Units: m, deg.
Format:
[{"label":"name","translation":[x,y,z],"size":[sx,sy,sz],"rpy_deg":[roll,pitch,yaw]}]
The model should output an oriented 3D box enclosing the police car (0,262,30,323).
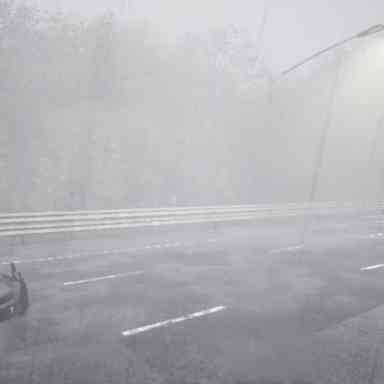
[{"label":"police car","translation":[-5.058,1.491,4.534],"size":[4.974,1.542,2.038],"rpy_deg":[-1,0,-36]}]
